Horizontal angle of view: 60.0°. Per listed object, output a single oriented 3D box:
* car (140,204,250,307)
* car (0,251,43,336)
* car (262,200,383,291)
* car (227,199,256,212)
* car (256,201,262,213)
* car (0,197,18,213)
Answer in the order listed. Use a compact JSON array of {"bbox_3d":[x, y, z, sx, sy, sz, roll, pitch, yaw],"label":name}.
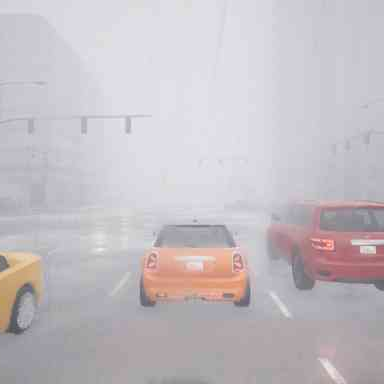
[{"bbox_3d":[0.075,1.352,8.154,2.097,1.767,4.553,0,0,1],"label":"car"},{"bbox_3d":[-3.599,1.477,3.908,1.882,1.535,5.008,0,0,0],"label":"car"},{"bbox_3d":[3.554,1.221,9.174,2.150,2.045,5.566,0,0,3],"label":"car"},{"bbox_3d":[5.934,1.526,38.670,4.674,1.442,1.812,0,1,38],"label":"car"},{"bbox_3d":[9.293,1.548,31.951,5.357,1.411,2.033,0,0,1],"label":"car"},{"bbox_3d":[-21.448,1.352,35.829,4.553,1.767,2.097,0,0,1],"label":"car"}]
